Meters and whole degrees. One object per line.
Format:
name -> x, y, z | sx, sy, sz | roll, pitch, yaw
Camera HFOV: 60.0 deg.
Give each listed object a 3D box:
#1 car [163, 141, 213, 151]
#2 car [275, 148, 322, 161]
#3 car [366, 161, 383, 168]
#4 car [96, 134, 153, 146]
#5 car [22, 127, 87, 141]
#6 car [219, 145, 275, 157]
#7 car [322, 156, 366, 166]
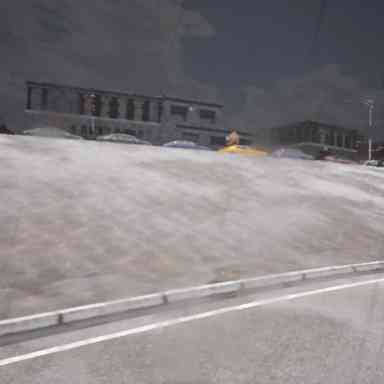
car -> -0.381, -3.821, 29.932 | 4.674, 1.452, 2.002 | 3, -1, -16
car -> 10.137, -3.458, 33.377 | 4.553, 1.767, 2.185 | 3, -1, -19
car -> 20.643, -2.752, 37.332 | 4.674, 1.452, 2.002 | 3, -1, -21
car -> -5.699, -4.119, 28.379 | 4.892, 1.521, 2.231 | 3, -1, -15
car -> -11.021, -4.357, 26.932 | 4.892, 1.521, 2.231 | 2, -1, -15
car -> 4.906, -3.597, 31.601 | 5.008, 1.535, 2.097 | 3, -1, -17
car -> 15.503, -3.028, 35.339 | 4.792, 1.488, 2.163 | 3, -1, -20
